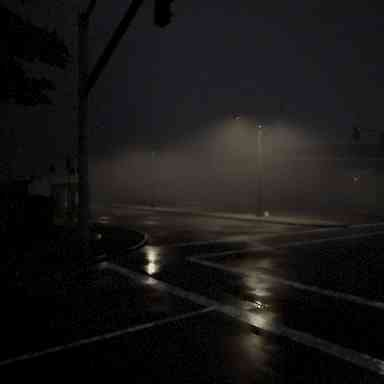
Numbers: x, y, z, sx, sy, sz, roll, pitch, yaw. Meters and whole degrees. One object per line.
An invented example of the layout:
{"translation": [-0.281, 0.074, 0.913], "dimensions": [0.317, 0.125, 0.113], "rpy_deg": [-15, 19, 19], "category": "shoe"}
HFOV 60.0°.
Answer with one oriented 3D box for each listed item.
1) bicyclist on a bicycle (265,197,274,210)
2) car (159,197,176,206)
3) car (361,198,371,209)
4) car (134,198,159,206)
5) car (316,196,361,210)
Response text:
{"translation": [9.787, 1.429, 42.110], "dimensions": [1.656, 1.620, 0.582], "rpy_deg": [-6, -7, -36], "category": "bicyclist on a bicycle"}
{"translation": [-4.714, 1.546, 55.139], "dimensions": [2.033, 1.411, 5.357], "rpy_deg": [0, 0, -35], "category": "car"}
{"translation": [21.637, 1.454, 44.354], "dimensions": [1.970, 1.475, 3.806], "rpy_deg": [0, 0, -35], "category": "car"}
{"translation": [-7.585, 1.563, 53.138], "dimensions": [1.994, 1.385, 4.181], "rpy_deg": [0, 0, -35], "category": "car"}
{"translation": [17.359, 1.293, 40.445], "dimensions": [2.242, 1.667, 4.611], "rpy_deg": [0, 0, -35], "category": "car"}
